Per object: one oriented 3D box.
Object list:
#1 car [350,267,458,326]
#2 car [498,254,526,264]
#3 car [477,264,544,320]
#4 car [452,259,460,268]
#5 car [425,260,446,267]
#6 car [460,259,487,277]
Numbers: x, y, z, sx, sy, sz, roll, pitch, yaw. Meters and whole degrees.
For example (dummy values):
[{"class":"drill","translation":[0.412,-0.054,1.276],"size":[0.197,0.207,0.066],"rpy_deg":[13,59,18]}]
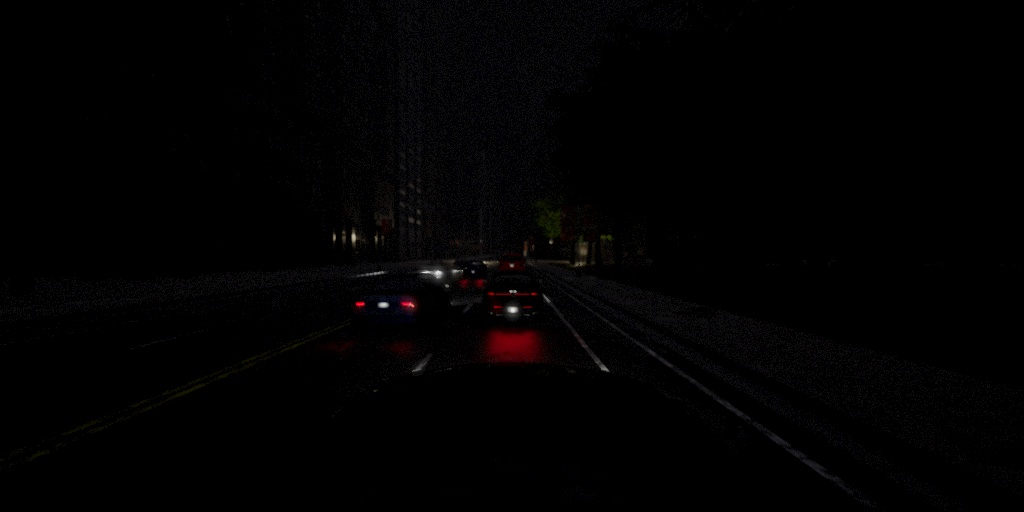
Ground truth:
[{"class":"car","translation":[-3.214,1.265,11.498],"size":[2.033,1.411,5.357],"rpy_deg":[0,0,0]},{"class":"car","translation":[-0.004,0.837,30.316],"size":[2.150,2.045,5.566],"rpy_deg":[0,0,0]},{"class":"car","translation":[0.036,1.219,12.388],"size":[1.837,1.490,4.892],"rpy_deg":[0,1,0]},{"class":"car","translation":[-6.729,1.070,47.668],"size":[2.033,1.411,5.357],"rpy_deg":[0,0,0]},{"class":"car","translation":[-9.976,1.128,46.743],"size":[1.895,1.301,4.718],"rpy_deg":[0,0,0]},{"class":"car","translation":[-3.250,1.132,32.289],"size":[1.812,1.442,4.674],"rpy_deg":[0,0,0]}]
